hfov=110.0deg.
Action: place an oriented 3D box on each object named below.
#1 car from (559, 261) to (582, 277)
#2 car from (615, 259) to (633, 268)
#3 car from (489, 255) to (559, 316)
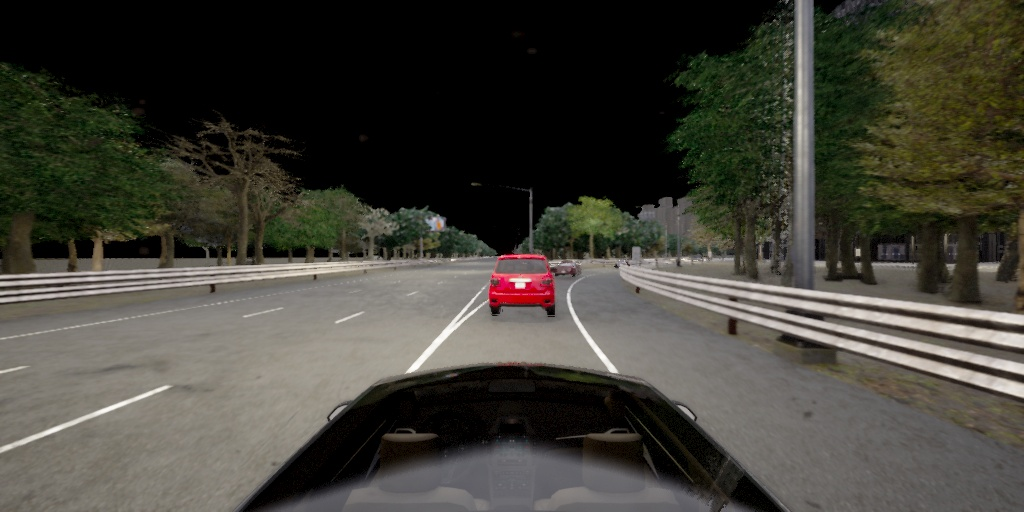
[{"bbox_3d":[5.394,1.238,34.169,1.812,1.442,4.674,0,0,20],"label":"car"},{"bbox_3d":[17.949,1.220,56.811,1.994,1.385,4.181,0,0,38],"label":"car"},{"bbox_3d":[0.530,0.979,13.465,2.150,2.045,5.566,0,0,6],"label":"car"}]
